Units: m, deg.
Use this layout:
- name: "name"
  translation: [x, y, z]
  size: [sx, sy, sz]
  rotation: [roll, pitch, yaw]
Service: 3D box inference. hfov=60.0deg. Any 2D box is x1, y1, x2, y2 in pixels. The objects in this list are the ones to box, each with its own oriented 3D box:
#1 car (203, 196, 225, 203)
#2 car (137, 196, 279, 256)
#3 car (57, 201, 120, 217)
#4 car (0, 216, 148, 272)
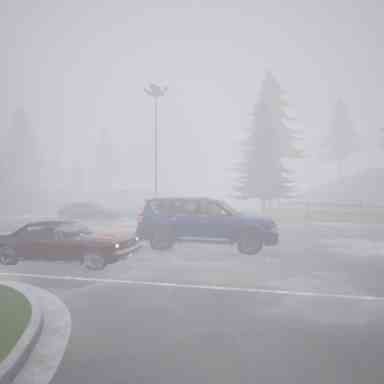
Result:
- name: "car"
  translation: [4.558, 1.514, 69.442]
  size: [2.128, 1.511, 4.902]
  rotation: [0, 0, -33]
- name: "car"
  translation: [0.554, 1.226, 13.097]
  size: [5.566, 2.045, 2.150]
  rotation: [0, 0, 13]
- name: "car"
  translation: [-7.995, 1.508, 25.863]
  size: [4.892, 1.490, 1.837]
  rotation: [0, 0, 13]
- name: "car"
  translation: [-4.036, 1.601, 10.568]
  size: [4.718, 1.301, 1.895]
  rotation: [0, 0, 13]
